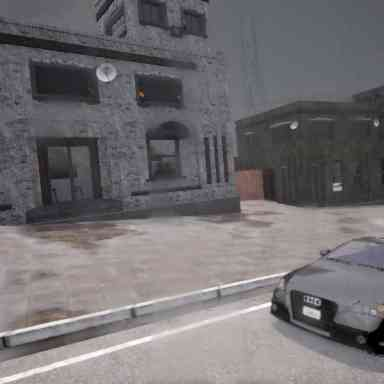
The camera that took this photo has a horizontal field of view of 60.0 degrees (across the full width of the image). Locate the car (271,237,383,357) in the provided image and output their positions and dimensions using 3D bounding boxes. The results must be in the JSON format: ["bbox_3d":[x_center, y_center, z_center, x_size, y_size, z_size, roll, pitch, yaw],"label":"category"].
[{"bbox_3d":[3.373,1.545,5.898,4.181,1.385,1.994,0,0,-34],"label":"car"}]
